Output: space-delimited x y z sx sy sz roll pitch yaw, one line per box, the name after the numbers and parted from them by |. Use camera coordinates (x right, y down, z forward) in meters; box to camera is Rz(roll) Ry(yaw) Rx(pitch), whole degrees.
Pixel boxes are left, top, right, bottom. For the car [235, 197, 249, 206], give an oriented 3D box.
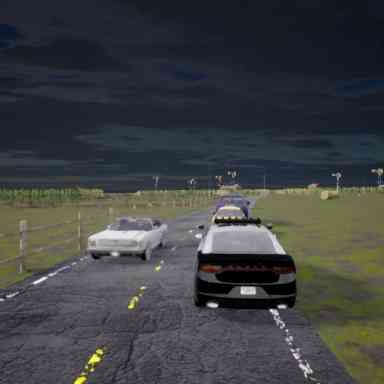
8.118 1.506 53.628 1.994 1.385 4.181 0 0 12 | car

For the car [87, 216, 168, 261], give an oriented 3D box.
-2.175 1.596 12.399 1.895 1.301 4.718 0 0 5 | car

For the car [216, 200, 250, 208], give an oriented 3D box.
2.048 1.443 17.952 1.801 1.575 5.366 0 0 7 | car

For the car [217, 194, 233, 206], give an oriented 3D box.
5.425 1.293 54.347 2.097 1.767 4.553 0 0 12 | car

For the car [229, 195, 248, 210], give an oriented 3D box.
6.190 1.308 43.886 2.097 1.767 4.553 0 0 12 | car

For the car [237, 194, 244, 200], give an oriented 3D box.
13.699 1.406 93.847 1.812 1.442 4.674 0 0 12 | car

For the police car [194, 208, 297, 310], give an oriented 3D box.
1.087 1.423 8.071 1.930 1.638 5.238 0 0 4 | police car

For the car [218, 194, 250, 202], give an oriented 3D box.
2.915 1.206 23.636 2.150 2.045 5.566 0 0 10 | car
